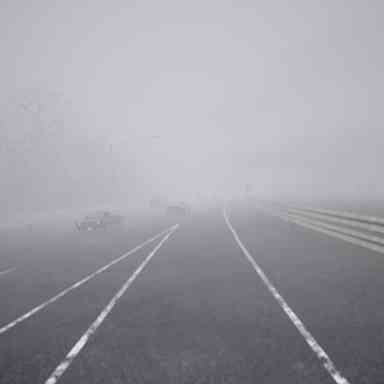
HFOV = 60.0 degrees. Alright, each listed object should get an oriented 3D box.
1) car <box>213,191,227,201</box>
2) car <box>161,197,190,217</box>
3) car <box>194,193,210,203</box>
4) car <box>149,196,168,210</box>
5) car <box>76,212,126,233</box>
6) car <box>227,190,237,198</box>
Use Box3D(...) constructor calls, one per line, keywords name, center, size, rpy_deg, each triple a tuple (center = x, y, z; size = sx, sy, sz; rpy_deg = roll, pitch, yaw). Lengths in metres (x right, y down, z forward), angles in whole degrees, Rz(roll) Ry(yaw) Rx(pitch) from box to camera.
Box3D(name="car", center=(5.573, 1.196, 71.679), size=(2.128, 1.511, 4.902), rpy_deg=(-4, 0, 12))
Box3D(name="car", center=(-1.389, 1.636, 33.219), size=(1.812, 1.442, 4.674), rpy_deg=(-4, 0, 9))
Box3D(name="car", center=(1.959, 1.169, 71.541), size=(2.150, 2.045, 5.566), rpy_deg=(-4, 0, 12))
Box3D(name="car", center=(-5.180, 1.660, 53.009), size=(2.150, 2.045, 5.566), rpy_deg=(-4, 0, 10))
Box3D(name="car", center=(-6.347, 2.064, 23.809), size=(1.895, 1.301, 4.718), rpy_deg=(-4, 0, 8))
Box3D(name="car", center=(10.548, 0.581, 94.082), size=(2.150, 2.045, 5.566), rpy_deg=(-4, 0, 14))
